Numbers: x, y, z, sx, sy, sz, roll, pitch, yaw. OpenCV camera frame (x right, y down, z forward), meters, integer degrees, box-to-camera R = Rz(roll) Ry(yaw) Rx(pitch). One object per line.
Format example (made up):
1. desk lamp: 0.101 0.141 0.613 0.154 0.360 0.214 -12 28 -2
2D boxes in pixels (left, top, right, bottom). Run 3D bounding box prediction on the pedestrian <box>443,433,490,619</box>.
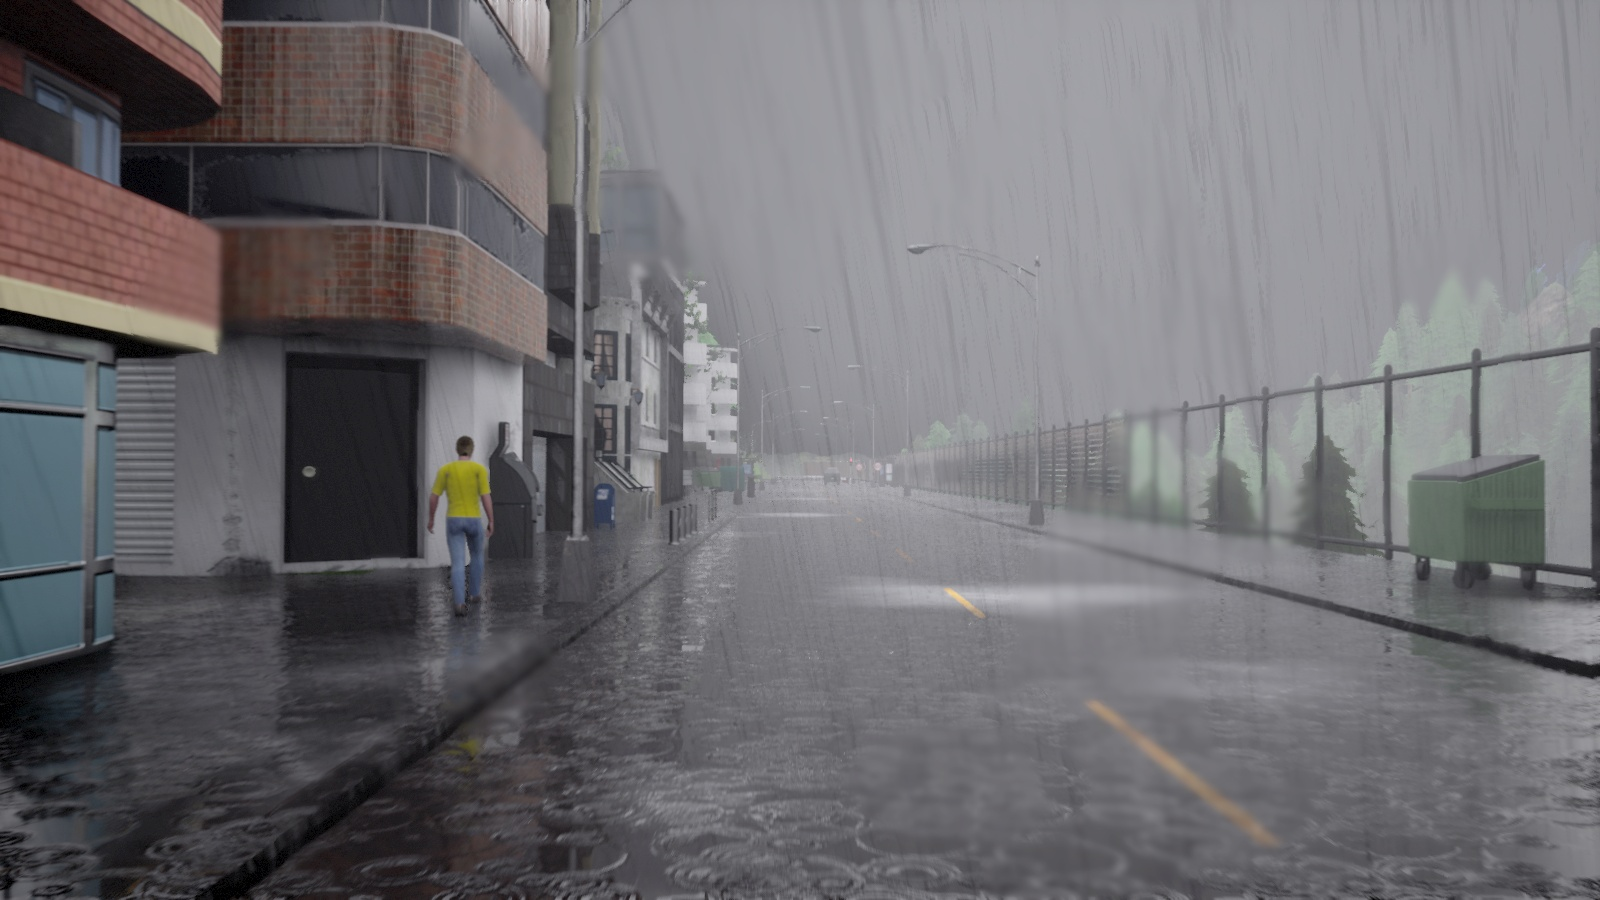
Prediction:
1. pedestrian: -3.374 0.751 12.729 0.354 1.836 0.706 0 -1 -6
